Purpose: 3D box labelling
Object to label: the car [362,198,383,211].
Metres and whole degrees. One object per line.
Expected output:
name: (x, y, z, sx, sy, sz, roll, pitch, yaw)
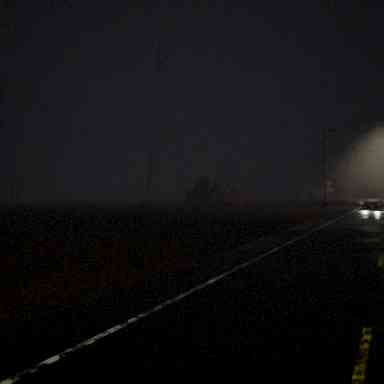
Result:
car: (20.921, 1.426, 38.444, 1.994, 1.385, 4.181, 0, 0, 32)
